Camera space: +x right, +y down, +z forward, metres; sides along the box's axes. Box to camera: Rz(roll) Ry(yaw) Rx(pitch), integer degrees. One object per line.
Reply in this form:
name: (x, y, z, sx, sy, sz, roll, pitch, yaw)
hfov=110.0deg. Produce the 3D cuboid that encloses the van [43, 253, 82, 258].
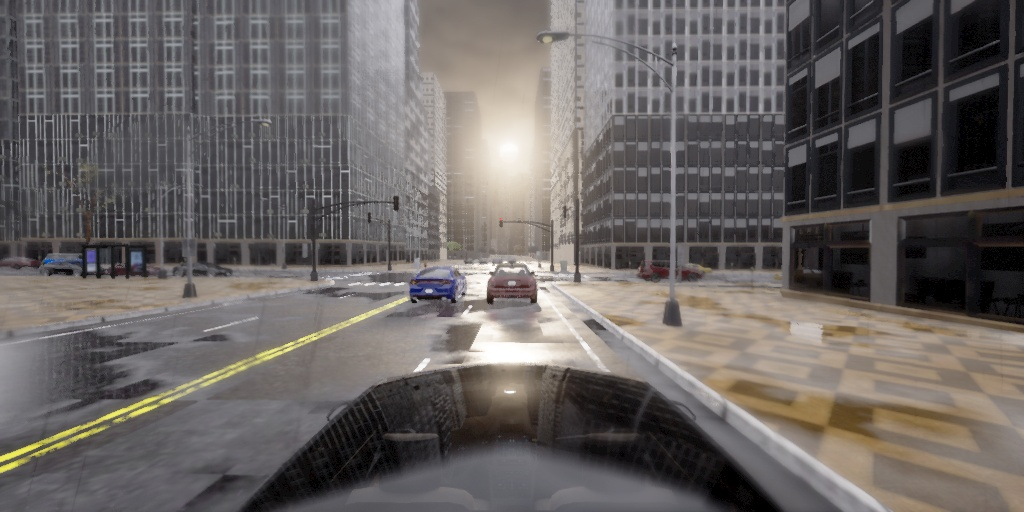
van: (-48.538, 0.603, 39.146, 3.998, 1.789, 1.690, 0, 0, 1)

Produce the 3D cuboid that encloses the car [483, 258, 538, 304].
car: (0.000, 1.106, 16.472, 2.097, 1.767, 4.553, 0, 0, 0)

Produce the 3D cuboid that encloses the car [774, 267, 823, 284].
car: (24.392, 1.577, 29.455, 4.829, 1.417, 1.751, 0, 0, 1)

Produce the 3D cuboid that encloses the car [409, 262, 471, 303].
car: (-3.250, 1.225, 16.502, 1.882, 1.535, 5.008, 0, 0, 0)

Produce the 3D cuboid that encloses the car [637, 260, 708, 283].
car: (12.943, 1.267, 29.651, 5.009, 1.841, 2.192, 0, 0, 1)

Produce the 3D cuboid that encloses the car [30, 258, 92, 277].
car: (-37.346, 1.067, 30.485, 4.313, 1.339, 1.948, 0, 0, 1)

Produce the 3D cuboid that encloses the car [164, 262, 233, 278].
car: (-25.982, 1.171, 30.179, 4.313, 1.339, 1.948, 0, 0, 1)

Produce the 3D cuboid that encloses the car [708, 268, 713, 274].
car: (18.554, 1.393, 37.936, 4.829, 1.417, 1.751, 0, 0, 1)

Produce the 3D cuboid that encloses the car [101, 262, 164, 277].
car: (-31.666, 1.136, 30.312, 4.207, 1.307, 1.802, 0, 0, 1)
